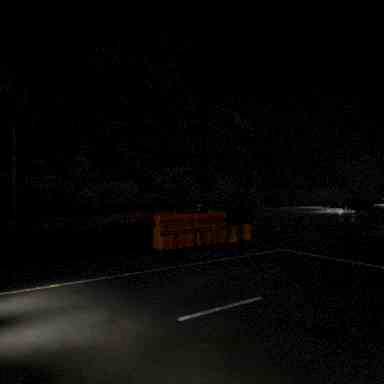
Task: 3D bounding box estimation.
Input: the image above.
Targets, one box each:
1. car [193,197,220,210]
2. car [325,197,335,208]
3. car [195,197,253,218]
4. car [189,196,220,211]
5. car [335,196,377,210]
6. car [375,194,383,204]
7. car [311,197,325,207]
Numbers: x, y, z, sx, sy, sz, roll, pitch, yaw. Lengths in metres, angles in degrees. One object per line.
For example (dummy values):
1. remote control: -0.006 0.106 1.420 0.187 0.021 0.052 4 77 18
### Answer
1. car: 3.110 1.480 32.019 5.357 1.411 2.033 0 0 -36
2. car: 20.461 1.315 44.410 5.008 1.535 1.882 0 0 -36
3. car: 2.955 1.449 27.608 4.892 1.490 1.837 0 0 -36
4. car: 1.843 1.280 35.416 4.553 1.767 2.097 0 0 -36
5. car: 19.483 1.454 39.413 4.718 1.301 1.895 0 0 -36
6. car: 32.985 1.110 57.578 4.553 1.767 2.097 0 0 -35
7. car: 19.149 1.434 47.773 4.718 1.301 1.895 0 0 -35
